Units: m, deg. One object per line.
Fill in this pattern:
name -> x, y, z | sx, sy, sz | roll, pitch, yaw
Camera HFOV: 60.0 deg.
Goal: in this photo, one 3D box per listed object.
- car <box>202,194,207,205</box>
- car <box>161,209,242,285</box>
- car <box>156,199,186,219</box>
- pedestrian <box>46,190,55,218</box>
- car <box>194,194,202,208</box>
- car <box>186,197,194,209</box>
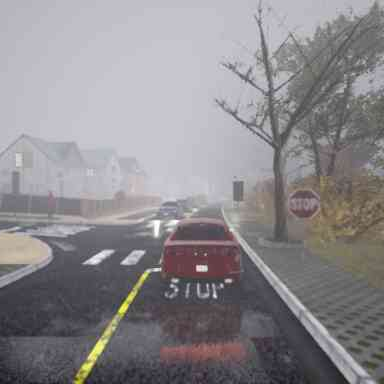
car -> 1.692, 1.450, 64.980 | 2.150, 2.045, 5.566 | 0, -1, 8
car -> 0.258, 1.482, 9.569 | 1.882, 1.535, 5.008 | 0, 0, 1
car -> -1.896, 1.554, 29.415 | 1.812, 1.442, 4.674 | 0, 0, 6
pedestrian -> -9.342, 0.777, 21.955 | 0.375, 1.860, 0.375 | 0, -3, 1
car -> -0.186, 1.483, 49.512 | 2.097, 1.767, 4.553 | 0, 0, 6
car -> -1.157, 1.544, 39.040 | 1.882, 1.535, 5.008 | 0, 0, 4
